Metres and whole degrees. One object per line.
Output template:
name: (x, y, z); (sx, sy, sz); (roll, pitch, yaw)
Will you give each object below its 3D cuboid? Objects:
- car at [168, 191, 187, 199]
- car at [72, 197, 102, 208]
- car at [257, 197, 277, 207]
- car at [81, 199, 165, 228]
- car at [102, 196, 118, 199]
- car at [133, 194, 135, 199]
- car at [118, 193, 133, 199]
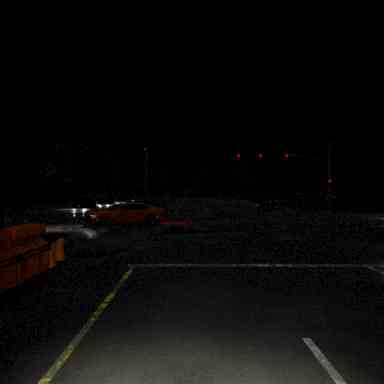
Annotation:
car: (-4.265, 0.822, 95.294); (2.150, 2.045, 5.566); (0, 0, -22)
car: (-14.091, 1.376, 44.106); (2.033, 1.411, 5.357); (0, 0, 0)
car: (10.627, 1.362, 47.296); (2.033, 1.411, 5.357); (0, 0, 1)
car: (-4.246, 1.409, 21.480); (5.008, 1.535, 1.882); (0, 0, -27)
car: (-14.075, 1.345, 54.883); (1.994, 1.385, 4.181); (0, 0, 0)
car: (-14.831, 1.026, 79.946); (2.097, 1.767, 4.553); (0, 0, -6)
car: (-13.990, 1.324, 68.026); (1.895, 1.301, 4.718); (0, 0, 0)
